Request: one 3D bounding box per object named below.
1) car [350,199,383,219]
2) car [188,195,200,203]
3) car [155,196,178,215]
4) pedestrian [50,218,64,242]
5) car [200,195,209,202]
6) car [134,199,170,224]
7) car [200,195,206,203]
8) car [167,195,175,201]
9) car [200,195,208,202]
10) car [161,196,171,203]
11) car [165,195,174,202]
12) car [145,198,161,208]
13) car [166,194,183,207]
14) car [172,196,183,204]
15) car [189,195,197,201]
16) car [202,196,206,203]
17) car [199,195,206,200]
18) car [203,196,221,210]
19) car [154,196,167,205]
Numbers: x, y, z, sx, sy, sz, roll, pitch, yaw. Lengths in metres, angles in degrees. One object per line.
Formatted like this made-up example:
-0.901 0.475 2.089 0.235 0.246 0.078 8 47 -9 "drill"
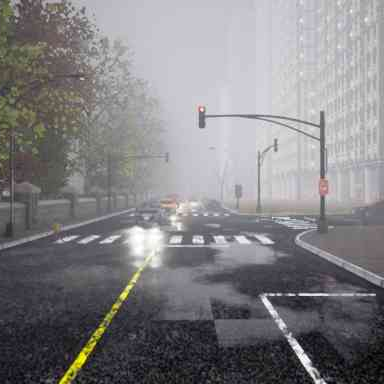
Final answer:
14.871 1.262 25.948 4.674 1.442 1.812 -1 0 0 "car"
0.170 1.637 70.089 1.895 1.301 4.718 0 0 0 "car"
-2.690 1.491 33.833 1.882 1.535 5.008 0 0 -5 "car"
-5.988 1.676 14.742 0.500 1.100 0.500 0 0 0 "pedestrian"
2.878 1.500 76.561 1.967 1.590 4.097 0 0 0 "car"
-3.043 1.499 24.670 2.128 1.511 4.902 0 0 0 "car"
2.823 1.596 54.031 1.947 1.339 4.313 0 0 0 "car"
-5.476 1.624 87.845 1.887 1.381 4.507 0 0 0 "car"
2.892 1.510 82.192 1.967 1.590 4.097 0 0 0 "car"
-5.516 1.576 70.779 1.752 1.417 4.829 0 0 0 "car"
-5.488 1.509 82.213 1.967 1.590 4.097 0 0 0 "car"
-5.571 1.607 48.419 1.802 1.307 4.206 0 0 0 "car"
-2.975 1.250 50.333 2.150 2.045 5.566 0 0 0 "car"
-2.854 1.549 67.021 1.837 1.490 4.892 0 0 1 "car"
0.195 1.441 80.059 1.837 1.490 4.892 0 0 0 "car"
2.809 1.591 48.399 1.947 1.339 4.313 0 0 0 "car"
2.918 1.640 93.457 2.008 1.369 4.403 0 0 0 "car"
2.795 1.586 42.766 1.947 1.339 4.313 0 0 0 "car"
-5.543 1.477 59.684 1.967 1.590 4.097 0 0 0 "car"
